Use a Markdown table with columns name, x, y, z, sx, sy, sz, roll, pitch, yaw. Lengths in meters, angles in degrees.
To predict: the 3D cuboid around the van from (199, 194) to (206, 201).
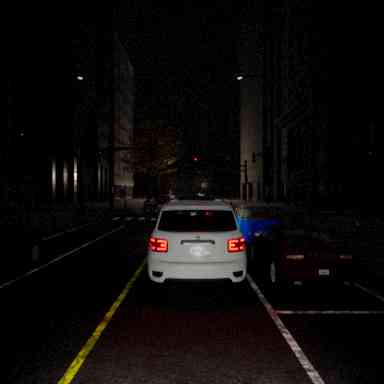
| name | x | y | z | sx | sy | sz | roll | pitch | yaw |
| --- | --- | --- | --- | --- | --- | --- | --- | --- | --- |
| van | 2.642 | 1.408 | 85.189 | 1.690 | 1.788 | 3.998 | 0 | 0 | 0 |

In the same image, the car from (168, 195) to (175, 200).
| name | x | y | z | sx | sy | sz | roll | pitch | yaw |
| --- | --- | --- | --- | --- | --- | --- | --- | --- | --- |
| car | -5.897 | 1.607 | 94.733 | 1.752 | 1.417 | 4.829 | 0 | 0 | 0 |

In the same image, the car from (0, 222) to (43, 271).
| name | x | y | z | sx | sy | sz | roll | pitch | yaw |
| --- | --- | --- | --- | --- | --- | --- | --- | --- | --- |
| car | -5.790 | 1.545 | 9.206 | 1.887 | 1.381 | 4.507 | 0 | 0 | 0 |

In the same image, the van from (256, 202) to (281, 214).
| name | x | y | z | sx | sy | sz | roll | pitch | yaw |
| --- | --- | --- | --- | --- | --- | --- | --- | --- | --- |
| van | 2.758 | 1.343 | 14.725 | 1.690 | 1.788 | 3.998 | 0 | 0 | 0 |

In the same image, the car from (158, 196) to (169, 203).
| name | x | y | z | sx | sy | sz | roll | pitch | yaw |
| --- | --- | --- | --- | --- | --- | --- | --- | --- | --- |
| car | -5.859 | 1.594 | 68.458 | 2.008 | 1.369 | 4.403 | 0 | 0 | 0 |

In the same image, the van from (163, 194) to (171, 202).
| name | x | y | z | sx | sy | sz | roll | pitch | yaw |
| --- | --- | --- | --- | --- | --- | --- | --- | --- | --- |
| van | -5.874 | 1.399 | 79.036 | 1.690 | 1.788 | 3.998 | 0 | 0 | 0 |

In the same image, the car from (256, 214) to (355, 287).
| name | x | y | z | sx | sy | sz | roll | pitch | yaw |
| --- | --- | --- | --- | --- | --- | --- | --- | --- | --- |
| car | 2.765 | 1.546 | 9.200 | 1.887 | 1.381 | 4.507 | 0 | 0 | 0 |

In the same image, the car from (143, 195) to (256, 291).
| name | x | y | z | sx | sy | sz | roll | pitch | yaw |
| --- | --- | --- | --- | --- | --- | --- | --- | --- | --- |
| car | 0.096 | 1.222 | 9.171 | 2.150 | 2.045 | 5.566 | 0 | 0 | 0 |

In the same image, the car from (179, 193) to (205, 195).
| name | x | y | z | sx | sy | sz | roll | pitch | yaw |
| --- | --- | --- | --- | --- | --- | --- | --- | --- | --- |
| car | 0.071 | 1.226 | 19.532 | 2.150 | 2.045 | 5.566 | 0 | 0 | 0 |

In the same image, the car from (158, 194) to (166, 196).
| name | x | y | z | sx | sy | sz | roll | pitch | yaw |
| --- | --- | --- | --- | --- | --- | --- | --- | --- | --- |
| car | -5.844 | 1.576 | 57.880 | 1.887 | 1.381 | 4.507 | 0 | 0 | 0 |

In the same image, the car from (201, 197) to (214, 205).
| name | x | y | z | sx | sy | sz | roll | pitch | yaw |
| --- | --- | --- | --- | --- | --- | --- | --- | --- | --- |
| car | 2.681 | 1.598 | 58.123 | 1.947 | 1.339 | 4.313 | 0 | 0 | 0 |

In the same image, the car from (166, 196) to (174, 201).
| name | x | y | z | sx | sy | sz | roll | pitch | yaw |
| --- | --- | --- | --- | --- | --- | --- | --- | --- | --- |
| car | -5.890 | 1.639 | 89.613 | 1.947 | 1.339 | 4.313 | 0 | 0 | 0 |

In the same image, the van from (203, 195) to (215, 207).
| name | x | y | z | sx | sy | sz | roll | pitch | yaw |
| --- | --- | --- | --- | --- | --- | --- | --- | --- | --- |
| van | 2.689 | 1.367 | 52.710 | 1.690 | 1.788 | 3.998 | 0 | 0 | 0 |
